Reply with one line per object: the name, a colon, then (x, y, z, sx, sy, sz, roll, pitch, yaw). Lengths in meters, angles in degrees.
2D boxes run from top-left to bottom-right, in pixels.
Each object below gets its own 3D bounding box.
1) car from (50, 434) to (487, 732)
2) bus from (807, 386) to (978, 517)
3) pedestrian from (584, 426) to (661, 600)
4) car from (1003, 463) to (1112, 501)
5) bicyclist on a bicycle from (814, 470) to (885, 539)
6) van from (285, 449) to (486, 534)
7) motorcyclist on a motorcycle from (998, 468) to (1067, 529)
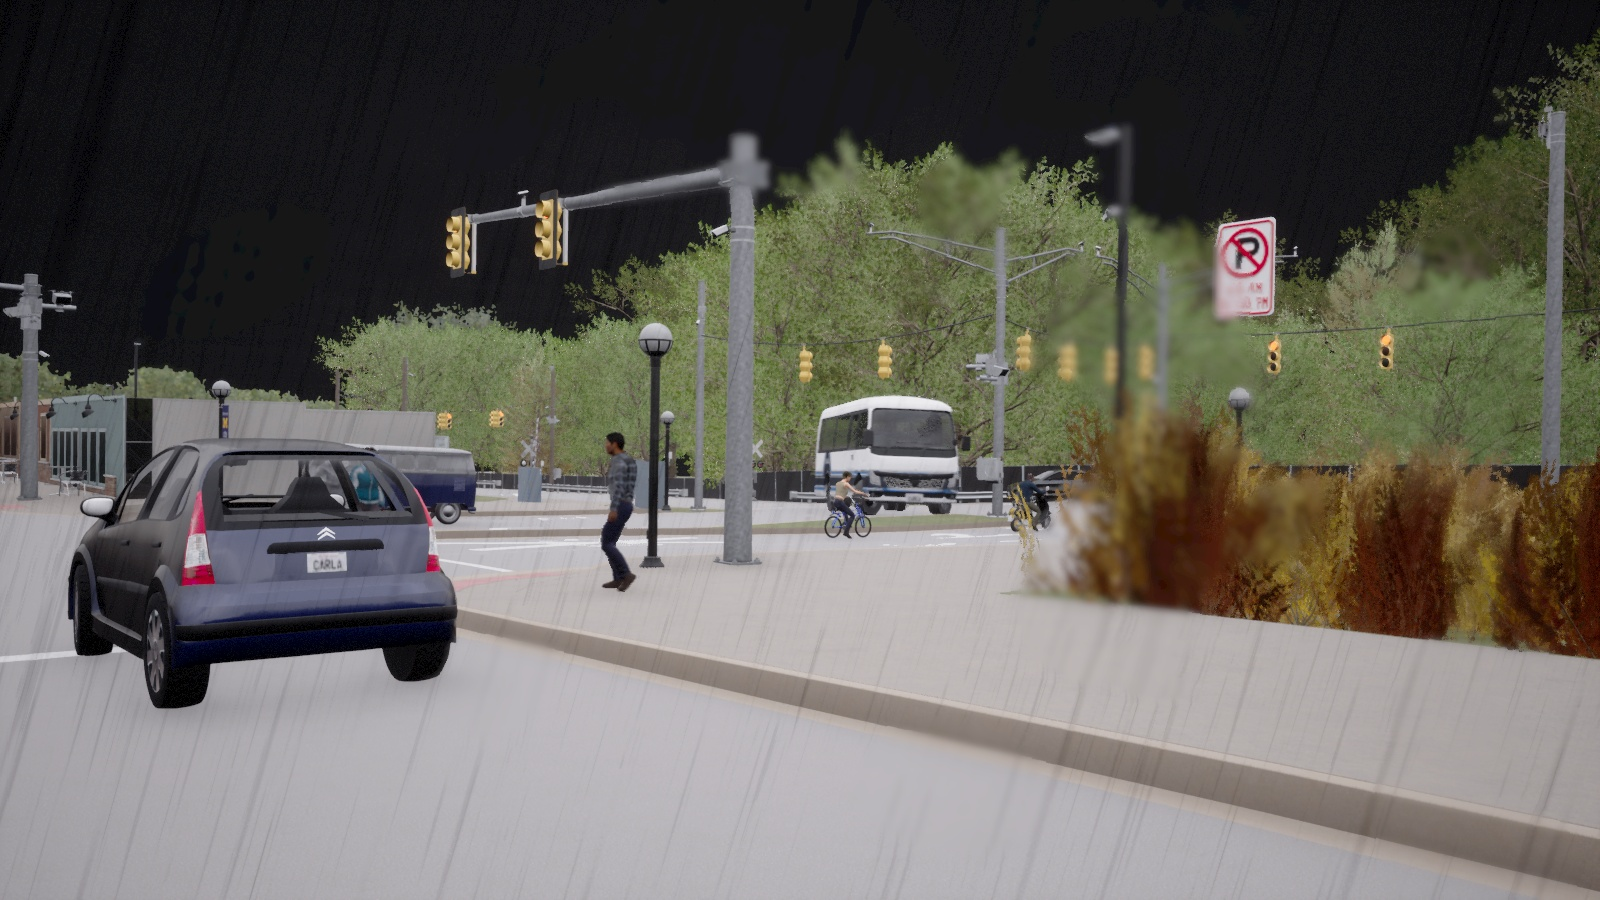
car: (-3.969, 0.761, 8.959, 1.851, 1.617, 3.988, -1, -1, -38)
bus: (3.112, 0.185, 46.690, 3.944, 4.253, 10.273, 1, -1, -10)
pedestrian: (-2.012, 0.703, 14.293, 0.788, 1.949, 0.423, 0, 1, 5)
car: (11.079, 1.371, 54.205, 4.193, 1.474, 1.816, -1, 0, -7)
bicyclist on a bicycle: (1.195, 1.293, 30.288, 1.509, 1.612, 0.866, 1, -1, -39)
van: (-10.428, 1.056, 31.788, 4.442, 1.987, 1.775, 2, -2, -41)
motorcyclist on a motorcycle: (6.380, 1.320, 34.445, 1.817, 1.590, 0.866, -1, 0, -39)
